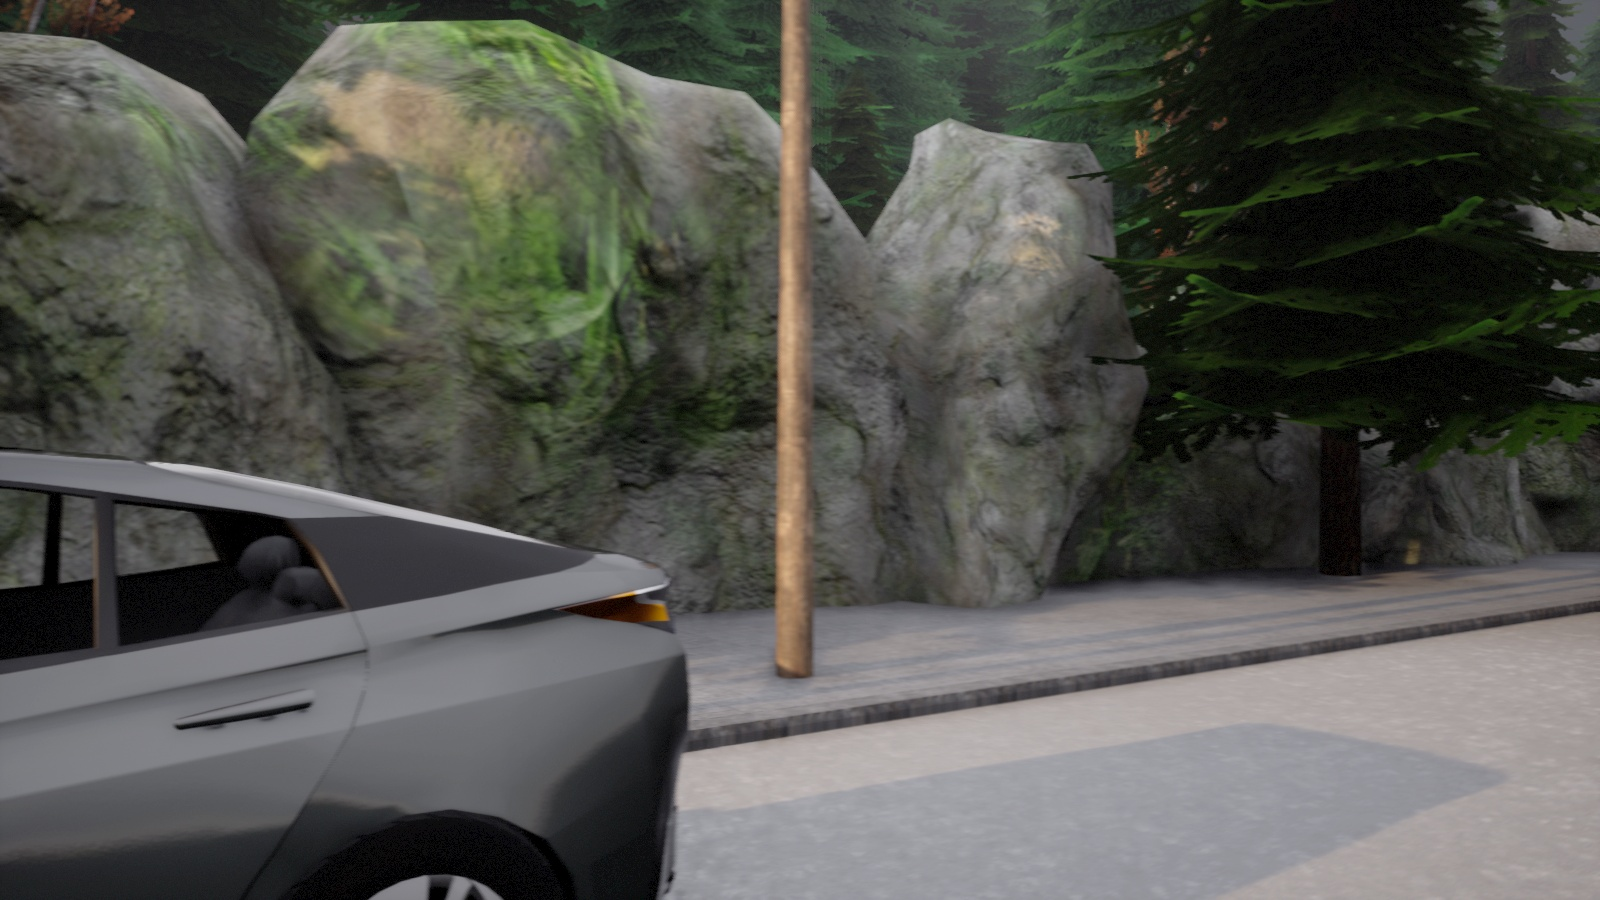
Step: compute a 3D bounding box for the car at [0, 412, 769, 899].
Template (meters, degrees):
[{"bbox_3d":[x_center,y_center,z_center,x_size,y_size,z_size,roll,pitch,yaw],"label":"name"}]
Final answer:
[{"bbox_3d":[-2.501,0.703,2.528,4.514,1.525,2.007,0,0,-35],"label":"car"}]
